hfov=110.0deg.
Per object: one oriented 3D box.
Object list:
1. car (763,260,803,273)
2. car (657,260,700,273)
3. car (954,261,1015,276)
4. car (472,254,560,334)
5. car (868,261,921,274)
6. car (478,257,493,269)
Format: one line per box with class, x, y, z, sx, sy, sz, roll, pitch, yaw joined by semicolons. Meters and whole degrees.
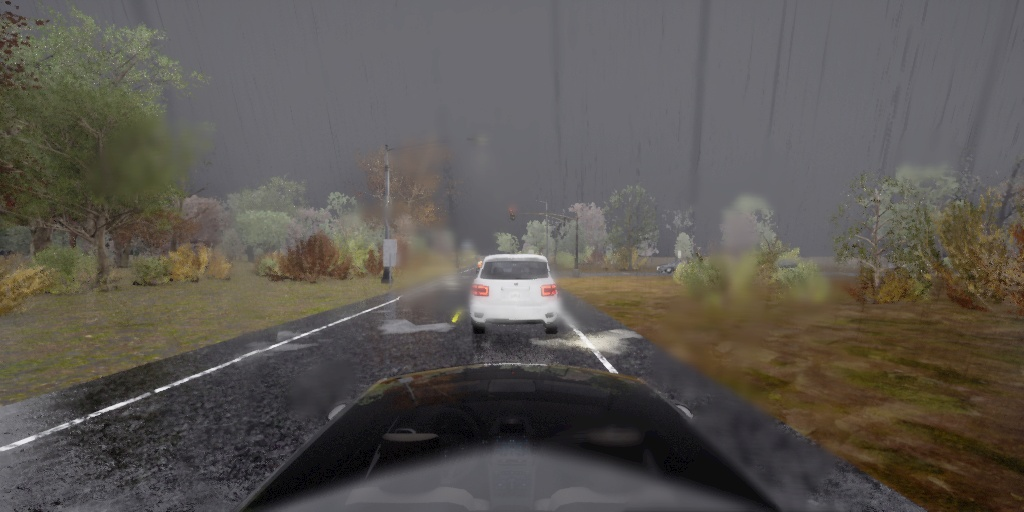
car;30.601;1.248;41.339;5.008;1.535;1.882;0;0;2
car;19.370;1.255;41.609;4.902;1.511;2.128;0;0;1
car;49.073;1.279;37.107;4.902;1.511;2.128;0;0;5
car;0.088;0.971;10.744;2.150;2.045;5.566;0;0;0
car;43.462;1.270;40.660;4.902;1.511;2.128;0;0;4
car;-4.205;1.104;57.563;2.097;1.767;4.553;0;0;-2
